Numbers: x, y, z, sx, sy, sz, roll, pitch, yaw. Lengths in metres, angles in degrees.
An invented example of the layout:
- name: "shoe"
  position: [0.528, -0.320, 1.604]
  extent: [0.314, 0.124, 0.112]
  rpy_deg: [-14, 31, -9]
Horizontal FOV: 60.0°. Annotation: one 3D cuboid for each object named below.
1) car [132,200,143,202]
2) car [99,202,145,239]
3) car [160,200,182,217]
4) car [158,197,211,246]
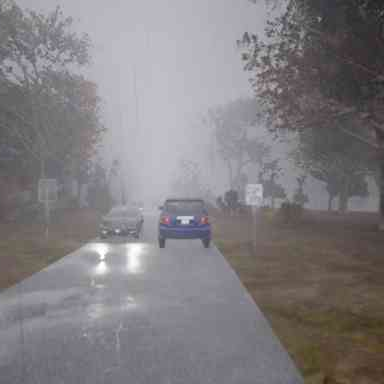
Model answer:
- name: "car"
  position: [-9.661, 2.093, 58.733]
  extent: [1.994, 1.385, 4.181]
  rpy_deg: [1, -1, -12]
- name: "car"
  position: [-3.499, 1.511, 17.294]
  extent: [1.837, 1.490, 4.892]
  rpy_deg: [1, 0, -4]
- name: "car"
  position: [-2.182, 1.631, 33.715]
  extent: [1.882, 1.535, 5.008]
  rpy_deg: [1, -1, -7]
- name: "car"
  position: [-0.395, 1.244, 15.386]
  extent: [2.150, 2.045, 5.566]
  rpy_deg: [0, 0, -3]
